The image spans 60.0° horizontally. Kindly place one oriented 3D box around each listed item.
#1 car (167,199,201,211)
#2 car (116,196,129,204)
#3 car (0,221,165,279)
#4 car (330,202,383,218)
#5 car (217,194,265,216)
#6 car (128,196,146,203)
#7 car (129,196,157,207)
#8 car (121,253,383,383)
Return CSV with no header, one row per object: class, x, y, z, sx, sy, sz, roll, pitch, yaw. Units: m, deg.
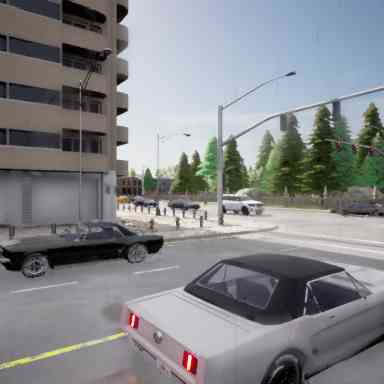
car,-1.127,1.603,42.683,2.033,1.411,5.357,0,0,-36
car,-14.180,1.533,67.183,1.882,1.535,5.008,0,0,-36
car,-3.312,1.601,10.221,4.718,1.301,1.895,0,0,-35
car,15.884,1.602,31.009,5.357,1.411,2.033,0,0,41
car,4.933,1.278,34.252,2.150,2.045,5.566,0,0,-36
car,-11.564,1.581,69.531,1.812,1.442,4.674,0,0,-36
car,-7.253,1.603,51.245,2.033,1.411,5.357,0,0,-36
car,1.516,1.601,4.858,4.718,1.301,1.895,0,0,-35
